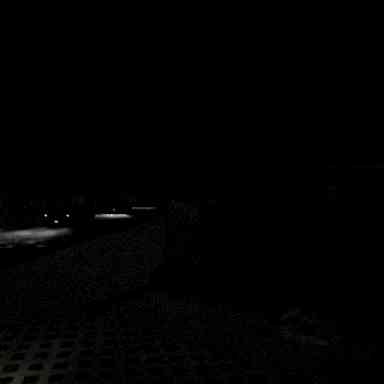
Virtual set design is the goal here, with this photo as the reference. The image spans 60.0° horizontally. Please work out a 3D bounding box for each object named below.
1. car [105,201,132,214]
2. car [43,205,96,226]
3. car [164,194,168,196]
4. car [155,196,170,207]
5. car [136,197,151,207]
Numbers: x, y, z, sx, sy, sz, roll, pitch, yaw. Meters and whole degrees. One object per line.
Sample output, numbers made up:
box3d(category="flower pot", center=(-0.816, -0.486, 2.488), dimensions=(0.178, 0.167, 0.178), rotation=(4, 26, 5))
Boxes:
box3d(category="car", center=(-7.711, 1.596, 35.278), dimensions=(1.994, 1.385, 4.181), rotation=(0, 0, 2))
box3d(category="car", center=(-8.392, 1.581, 23.173), dimensions=(1.895, 1.301, 4.718), rotation=(0, 0, 4))
box3d(category="car", center=(-5.521, 1.402, 65.665), dimensions=(2.150, 2.045, 5.566), rotation=(0, 0, -5))
box3d(category="car", center=(-4.781, 1.686, 52.647), dimensions=(1.994, 1.385, 4.181), rotation=(0, 0, -1))
box3d(category="car", center=(-7.638, 1.585, 52.474), dimensions=(1.882, 1.535, 5.008), rotation=(0, -1, -1))
